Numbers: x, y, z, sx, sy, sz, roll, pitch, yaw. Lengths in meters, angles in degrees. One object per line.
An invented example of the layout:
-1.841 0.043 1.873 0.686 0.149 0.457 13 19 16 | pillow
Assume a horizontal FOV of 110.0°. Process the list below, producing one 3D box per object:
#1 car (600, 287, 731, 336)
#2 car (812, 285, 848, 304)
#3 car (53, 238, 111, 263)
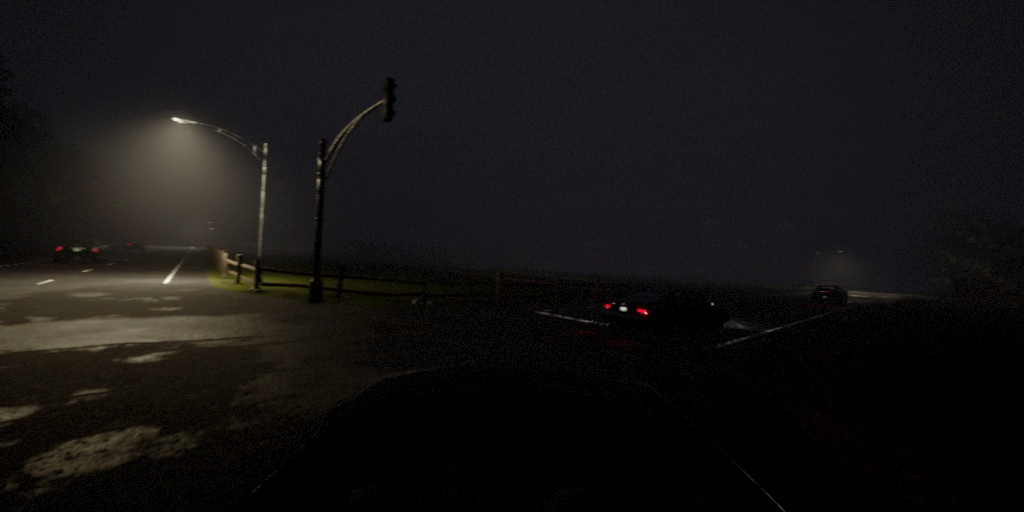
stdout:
5.359 1.767 12.199 5.357 1.411 2.033 4 -2 -36 | car
27.208 3.229 30.669 4.902 1.511 2.128 4 -2 -41 | car
-30.932 -0.483 25.962 2.097 1.767 4.553 3 0 -41 | car
